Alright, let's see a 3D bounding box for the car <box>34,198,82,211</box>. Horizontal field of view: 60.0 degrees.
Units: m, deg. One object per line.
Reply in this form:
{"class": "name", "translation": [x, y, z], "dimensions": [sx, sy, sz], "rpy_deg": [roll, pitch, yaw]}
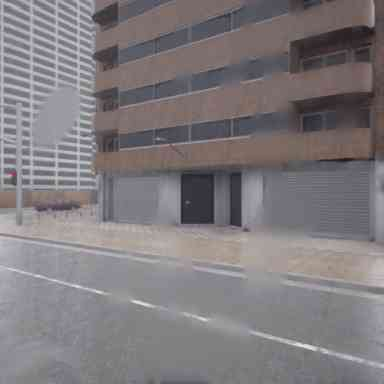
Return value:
{"class": "car", "translation": [-16.691, 1.547, 41.621], "dimensions": [2.033, 1.411, 5.357], "rpy_deg": [0, 0, 35]}

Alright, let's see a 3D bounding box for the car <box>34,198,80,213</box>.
{"class": "car", "translation": [-15.226, 1.478, 37.586], "dimensions": [1.882, 1.535, 5.008], "rpy_deg": [0, 1, 35]}
